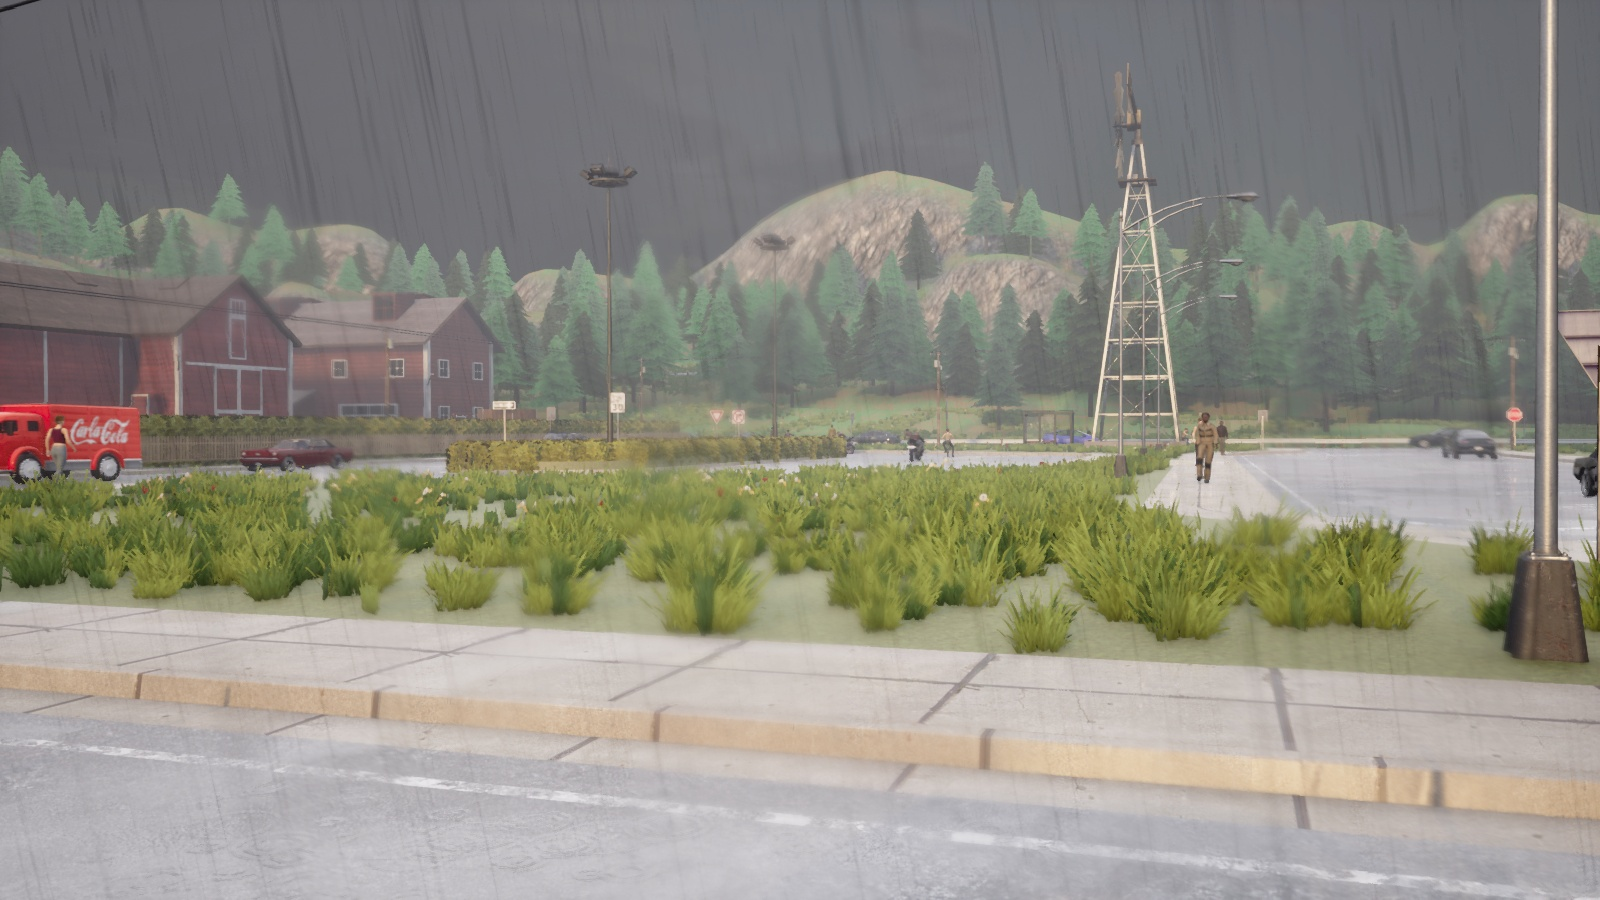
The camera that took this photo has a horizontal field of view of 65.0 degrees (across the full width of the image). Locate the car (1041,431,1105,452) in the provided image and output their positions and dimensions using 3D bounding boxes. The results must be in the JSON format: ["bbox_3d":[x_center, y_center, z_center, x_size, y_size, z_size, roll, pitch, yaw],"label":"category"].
[{"bbox_3d":[20.738,-0.677,95.441,4.514,1.525,2.007,1,1,19],"label":"car"}]

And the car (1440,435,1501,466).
[{"bbox_3d":[33.117,-0.018,62.126,1.812,1.442,4.674,1,1,18],"label":"car"}]

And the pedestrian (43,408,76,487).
[{"bbox_3d":[-17.400,-0.057,29.520,0.345,1.836,0.594,0,1,13],"label":"pedestrian"}]

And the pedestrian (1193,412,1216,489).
[{"bbox_3d":[10.224,0.012,31.744,0.396,1.930,0.692,1,1,30],"label":"pedestrian"}]

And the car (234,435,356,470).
[{"bbox_3d":[-20.032,0.050,50.070,1.895,1.301,4.718,1,1,19],"label":"car"}]

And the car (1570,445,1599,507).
[{"bbox_3d":[17.982,0.571,26.469,1.895,1.301,4.718,1,1,18],"label":"car"}]

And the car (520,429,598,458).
[{"bbox_3d":[-13.372,-0.388,69.942,2.128,1.511,4.902,1,1,19],"label":"car"}]

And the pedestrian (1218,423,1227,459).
[{"bbox_3d":[21.655,-0.468,64.383,0.431,1.840,0.703,1,1,18],"label":"pedestrian"}]

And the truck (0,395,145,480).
[{"bbox_3d":[-23.641,-0.368,39.282,2.627,2.467,5.204,1,0,19],"label":"truck"}]

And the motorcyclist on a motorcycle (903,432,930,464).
[{"bbox_3d":[5.717,-0.102,61.504,0.866,1.530,2.191,1,1,18],"label":"motorcyclist on a motorcycle"}]
